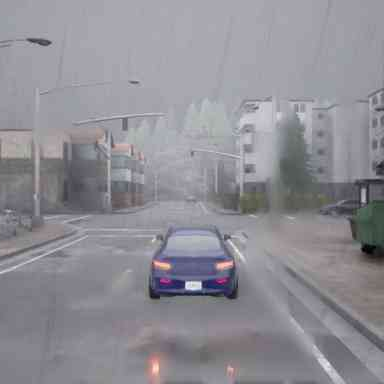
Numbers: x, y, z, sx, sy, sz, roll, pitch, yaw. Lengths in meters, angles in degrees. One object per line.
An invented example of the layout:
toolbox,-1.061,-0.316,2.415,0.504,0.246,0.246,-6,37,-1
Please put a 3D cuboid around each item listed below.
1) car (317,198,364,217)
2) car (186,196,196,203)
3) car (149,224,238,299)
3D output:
car,13.092,1.327,28.103,4.892,1.490,1.837,0,0,0
car,-0.152,1.523,66.956,1.812,1.442,4.674,0,0,0
car,0.039,1.525,8.314,1.812,1.442,4.674,0,0,0
